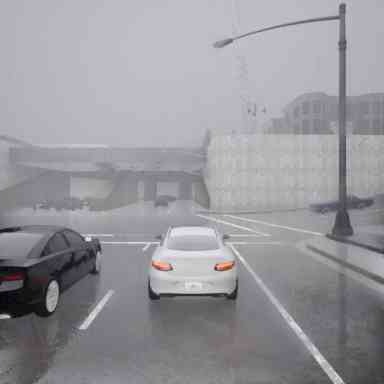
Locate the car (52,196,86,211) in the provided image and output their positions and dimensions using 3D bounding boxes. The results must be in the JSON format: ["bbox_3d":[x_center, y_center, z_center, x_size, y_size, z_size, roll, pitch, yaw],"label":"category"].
[{"bbox_3d":[-15.091,1.352,41.047,2.097,1.767,4.553,0,0,-2],"label":"car"}]

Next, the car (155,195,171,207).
[{"bbox_3d":[-4.779,1.564,52.256,1.994,1.385,4.181,0,0,-2],"label":"car"}]

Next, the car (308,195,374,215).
[{"bbox_3d":[12.041,1.012,27.154,4.718,1.301,1.895,-6,0,-1],"label":"car"}]

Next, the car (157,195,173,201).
[{"bbox_3d":[-6.800,1.500,83.575,1.837,1.490,4.892,0,0,24],"label":"car"}]

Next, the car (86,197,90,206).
[{"bbox_3d":[-15.404,1.491,50.147,2.128,1.511,4.902,0,0,-2],"label":"car"}]

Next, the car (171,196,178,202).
[{"bbox_3d":[-4.740,1.553,78.376,1.994,1.385,4.181,0,0,13],"label":"car"}]

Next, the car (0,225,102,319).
[{"bbox_3d":[-3.479,1.478,7.492,1.882,1.535,5.008,0,0,0],"label":"car"}]

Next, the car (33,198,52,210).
[{"bbox_3d":[-18.650,1.491,42.582,2.128,1.511,4.902,0,0,-2],"label":"car"}]

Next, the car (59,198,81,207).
[{"bbox_3d":[-18.962,1.601,51.840,1.895,1.301,4.718,0,0,-2],"label":"car"}]

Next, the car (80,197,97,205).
[{"bbox_3d":[-19.259,1.601,62.010,1.895,1.301,4.718,0,0,-1],"label":"car"}]

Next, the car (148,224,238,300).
[{"bbox_3d":[0.015,1.526,8.292,1.812,1.442,4.674,0,0,0],"label":"car"}]
